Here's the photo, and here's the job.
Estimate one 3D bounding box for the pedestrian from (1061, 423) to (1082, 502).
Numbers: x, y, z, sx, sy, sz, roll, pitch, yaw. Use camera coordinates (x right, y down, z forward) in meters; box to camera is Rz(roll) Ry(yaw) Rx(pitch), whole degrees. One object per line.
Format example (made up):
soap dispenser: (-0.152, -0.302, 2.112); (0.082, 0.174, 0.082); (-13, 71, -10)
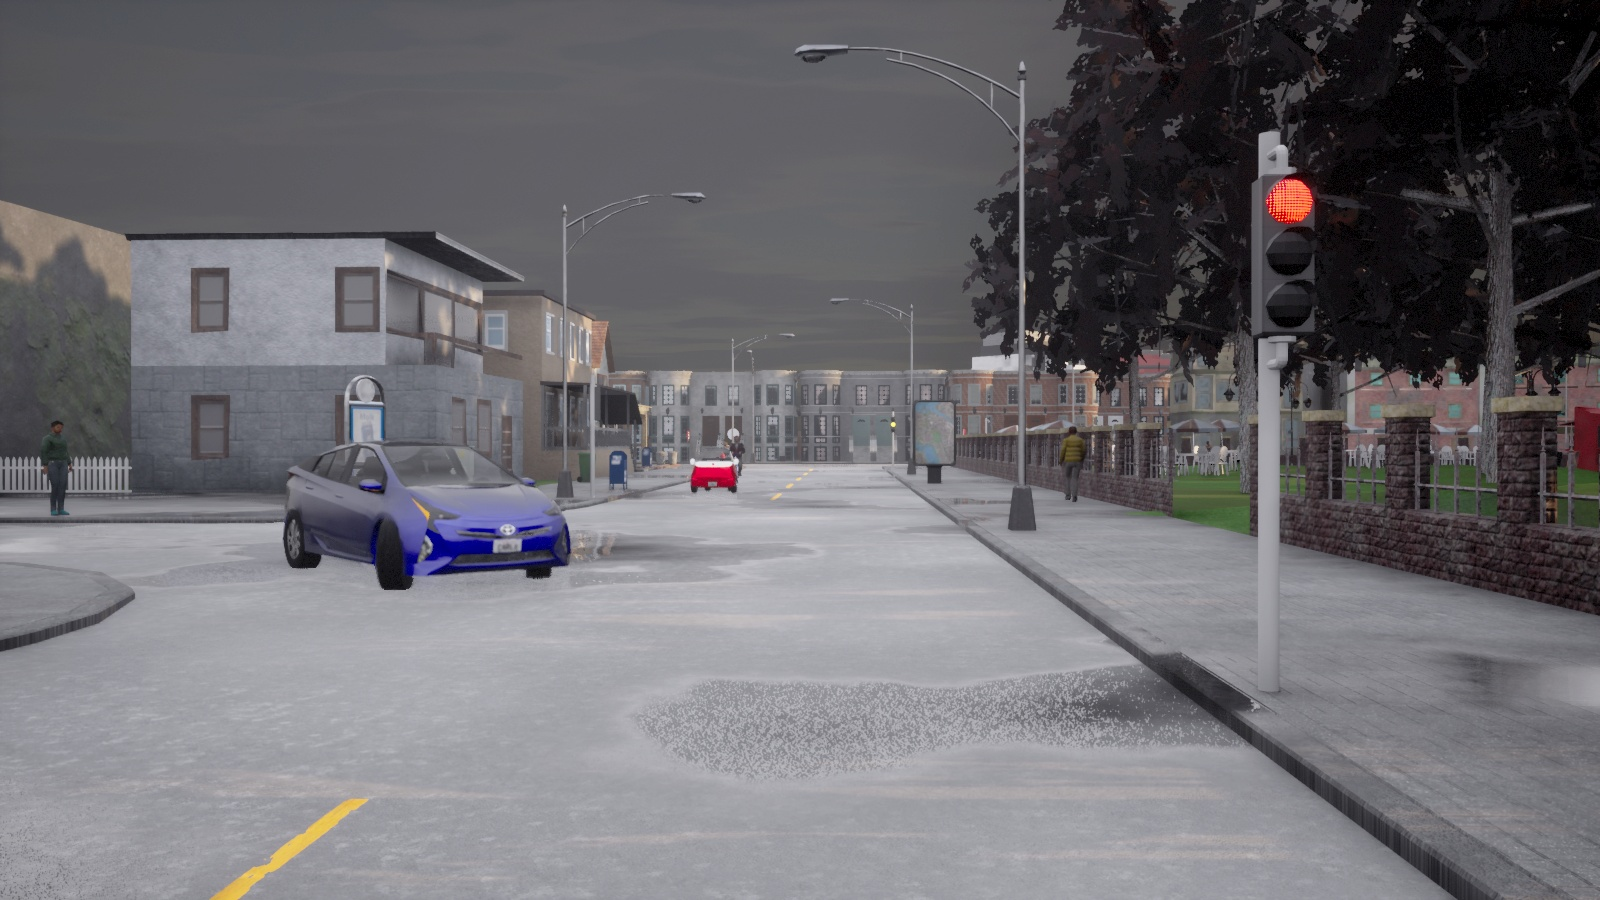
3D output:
pedestrian: (6.395, 0.294, 29.599); (0.370, 1.835, 0.726); (0, 0, 2)

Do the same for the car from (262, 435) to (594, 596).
car: (-4.380, 0.609, 14.296); (2.007, 1.525, 4.514); (0, 0, -40)

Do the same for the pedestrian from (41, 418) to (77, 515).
pedestrian: (-14.293, 0.308, 24.213); (0.614, 1.847, 0.353); (0, 0, 32)

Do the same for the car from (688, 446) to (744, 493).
car: (-2.562, 0.582, 38.474); (1.481, 1.376, 2.207); (0, 0, 2)
